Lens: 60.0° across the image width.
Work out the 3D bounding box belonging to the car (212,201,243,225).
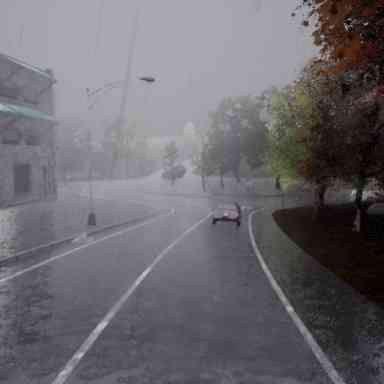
[{"bbox_3d":[2.415,1.347,22.514,2.033,1.411,5.357,1,1,9],"label":"car"}]
